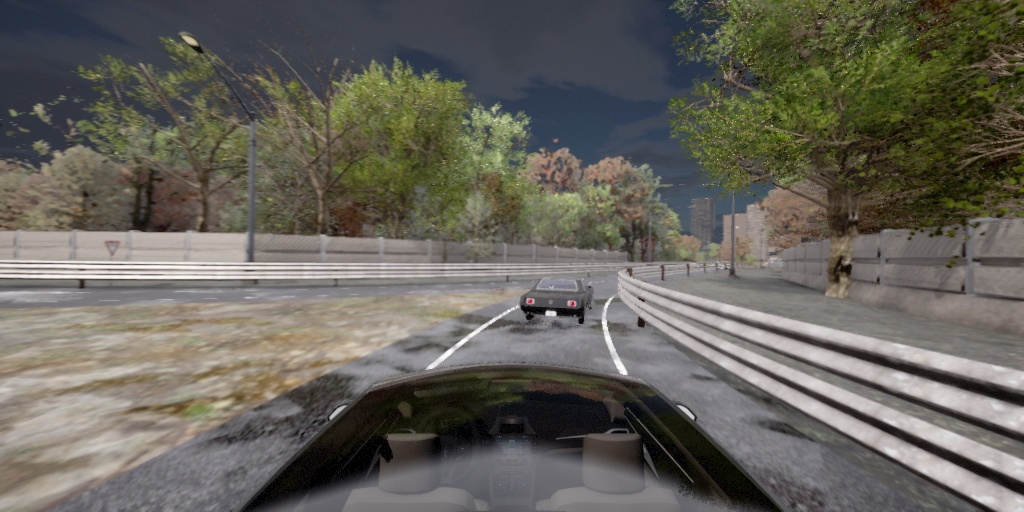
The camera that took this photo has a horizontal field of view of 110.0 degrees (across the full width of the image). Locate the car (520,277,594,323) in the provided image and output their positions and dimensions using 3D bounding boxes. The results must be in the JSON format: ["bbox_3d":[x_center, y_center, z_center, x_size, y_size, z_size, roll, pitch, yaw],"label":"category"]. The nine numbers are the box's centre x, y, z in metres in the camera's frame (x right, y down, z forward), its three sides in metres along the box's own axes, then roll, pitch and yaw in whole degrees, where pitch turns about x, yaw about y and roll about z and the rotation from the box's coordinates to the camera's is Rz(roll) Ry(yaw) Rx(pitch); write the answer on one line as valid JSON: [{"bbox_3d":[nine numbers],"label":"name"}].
[{"bbox_3d":[1.760,1.366,12.390,1.895,1.301,4.718,1,0,17],"label":"car"}]
